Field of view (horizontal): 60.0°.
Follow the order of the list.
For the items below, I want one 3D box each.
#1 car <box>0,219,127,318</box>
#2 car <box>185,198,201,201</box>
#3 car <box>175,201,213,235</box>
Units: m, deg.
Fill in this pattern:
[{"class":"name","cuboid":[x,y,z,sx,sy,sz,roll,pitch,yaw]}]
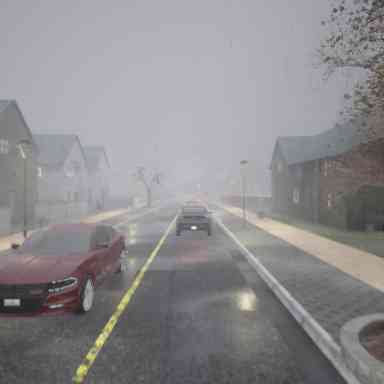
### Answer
[{"class":"car","cuboid":[-2.833,1.475,7.759,1.882,1.535,5.008,0,0,0]},{"class":"car","cuboid":[0.089,1.463,42.773,1.882,1.535,5.008,0,0,0]},{"class":"car","cuboid":[0.096,1.499,18.728,1.837,1.490,4.892,0,0,0]}]
